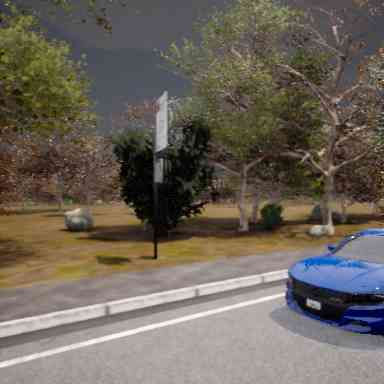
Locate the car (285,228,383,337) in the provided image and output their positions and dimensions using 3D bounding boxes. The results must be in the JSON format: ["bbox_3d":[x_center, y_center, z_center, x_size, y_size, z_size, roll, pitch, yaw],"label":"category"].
[{"bbox_3d":[4.002,1.490,6.574,5.008,1.535,1.882,0,0,-33],"label":"car"}]
